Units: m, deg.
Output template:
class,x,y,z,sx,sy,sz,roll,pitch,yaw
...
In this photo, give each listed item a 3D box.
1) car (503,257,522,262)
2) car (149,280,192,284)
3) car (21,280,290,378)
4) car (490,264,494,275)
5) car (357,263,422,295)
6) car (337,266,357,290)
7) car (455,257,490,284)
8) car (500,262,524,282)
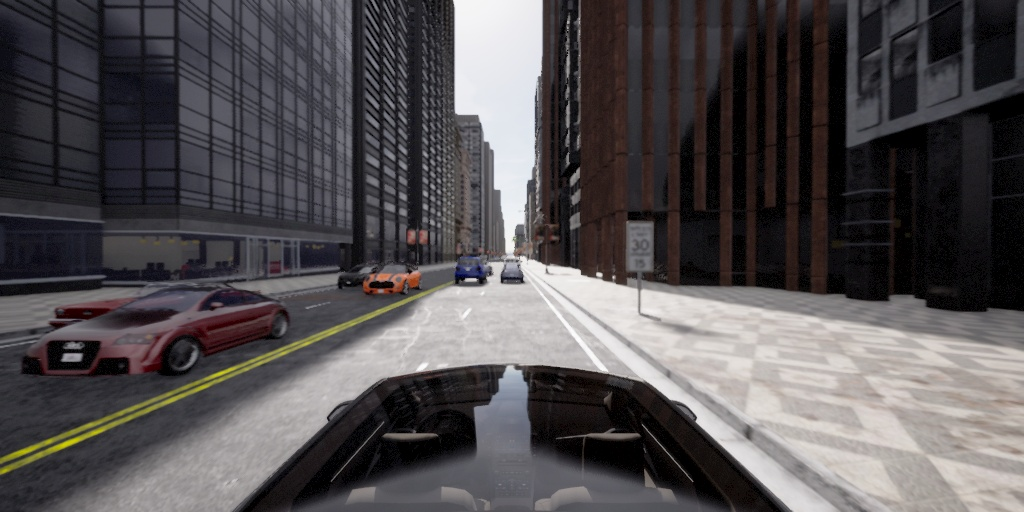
class,x,y,z,sx,sy,sz,roll,pitch,yaw
car,0.037,1.191,44.092,2.150,2.045,5.566,0,0,0
car,-9.846,1.396,10.531,1.895,1.301,4.718,0,0,0
car,-6.600,1.343,7.362,1.994,1.385,4.181,0,0,-1
car,-3.225,1.508,42.611,2.033,1.411,5.357,0,0,1
car,-6.593,1.197,20.289,2.097,1.767,4.553,0,0,0
car,-9.836,1.343,24.092,1.882,1.535,5.008,0,0,0
car,-3.256,1.113,29.070,2.150,2.045,5.566,0,0,0
car,0.004,1.461,30.339,1.994,1.385,4.181,0,0,0
